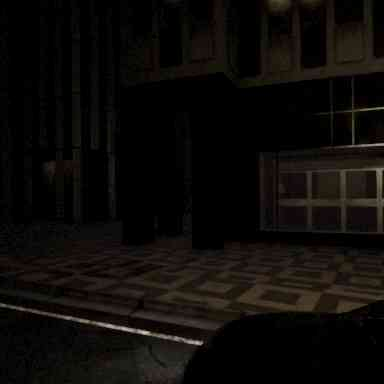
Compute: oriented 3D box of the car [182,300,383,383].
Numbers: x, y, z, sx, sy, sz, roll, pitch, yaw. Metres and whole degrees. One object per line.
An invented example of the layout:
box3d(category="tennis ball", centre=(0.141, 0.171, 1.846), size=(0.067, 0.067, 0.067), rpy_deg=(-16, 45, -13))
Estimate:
box3d(category="car", centre=(2.273, 1.504, 2.302), size=(4.892, 1.490, 1.837), rpy_deg=(0, 0, 22))
